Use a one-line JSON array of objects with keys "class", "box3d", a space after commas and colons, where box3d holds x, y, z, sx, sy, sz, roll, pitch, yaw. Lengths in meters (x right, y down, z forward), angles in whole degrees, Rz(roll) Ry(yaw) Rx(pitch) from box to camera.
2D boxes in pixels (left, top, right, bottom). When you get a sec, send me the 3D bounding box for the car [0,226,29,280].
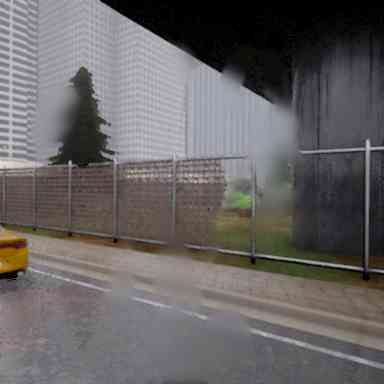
[{"class": "car", "box3d": [-6.088, 1.365, 8.332, 5.008, 1.535, 1.882, 0, 0, 35]}]
